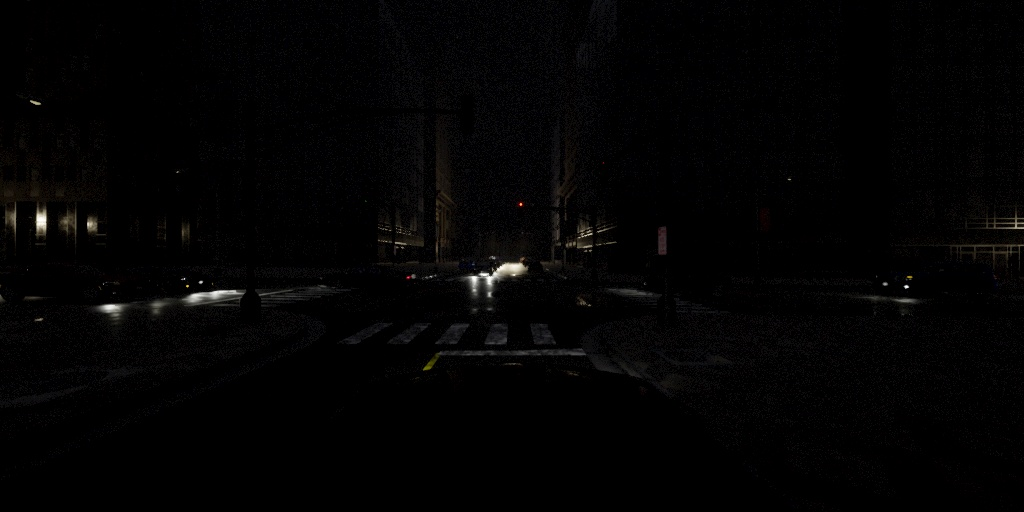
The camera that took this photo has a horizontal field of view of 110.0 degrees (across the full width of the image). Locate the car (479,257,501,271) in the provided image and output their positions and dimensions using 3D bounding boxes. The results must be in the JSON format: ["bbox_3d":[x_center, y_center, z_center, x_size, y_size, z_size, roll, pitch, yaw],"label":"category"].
[{"bbox_3d":[-2.875,1.207,46.321,2.128,1.511,4.902,0,0,0],"label":"car"}]

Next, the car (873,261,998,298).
[{"bbox_3d":[24.657,1.326,21.000,5.566,2.045,2.150,1,0,0],"label":"car"}]

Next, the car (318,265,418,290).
[{"bbox_3d":[-8.370,1.217,21.183,5.357,1.411,2.033,1,0,0],"label":"car"}]

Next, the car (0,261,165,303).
[{"bbox_3d":[-17.610,0.993,14.538,5.008,1.535,1.882,1,0,0],"label":"car"}]

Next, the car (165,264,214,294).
[{"bbox_3d":[-17.419,1.094,17.786,4.181,1.385,1.994,1,0,0],"label":"car"}]

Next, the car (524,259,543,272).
[{"bbox_3d":[2.880,1.282,45.065,1.948,1.339,4.313,0,0,0],"label":"car"}]

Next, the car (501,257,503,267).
[{"bbox_3d":[-2.796,1.225,56.221,1.812,1.442,4.674,0,0,0],"label":"car"}]

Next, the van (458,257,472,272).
[{"bbox_3d":[-5.646,1.058,45.118,1.690,1.789,3.998,0,0,0],"label":"van"}]

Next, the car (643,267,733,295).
[{"bbox_3d":[10.256,1.414,21.083,4.892,1.490,1.837,1,0,0],"label":"car"}]

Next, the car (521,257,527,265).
[{"bbox_3d":[2.988,1.269,62.013,1.802,1.307,4.207,0,0,0],"label":"car"}]

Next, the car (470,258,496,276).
[{"bbox_3d":[-2.930,1.252,37.204,1.812,1.442,4.674,0,0,0],"label":"car"}]

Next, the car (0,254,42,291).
[{"bbox_3d":[-27.029,0.759,17.843,4.553,1.767,2.097,1,0,0],"label":"car"}]
